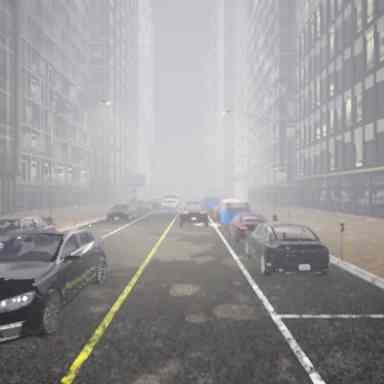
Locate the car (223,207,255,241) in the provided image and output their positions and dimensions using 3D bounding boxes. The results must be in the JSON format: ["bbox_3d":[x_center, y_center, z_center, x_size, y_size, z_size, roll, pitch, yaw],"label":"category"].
[{"bbox_3d":[2.710,1.611,15.859,1.802,1.307,4.206,0,0,0],"label":"car"}]

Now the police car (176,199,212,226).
[{"bbox_3d":[0.134,1.542,23.832,2.038,1.542,4.974,0,0,0],"label":"police car"}]

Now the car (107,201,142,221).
[{"bbox_3d":[-5.655,1.609,27.268,1.947,1.339,4.313,0,0,0],"label":"car"}]

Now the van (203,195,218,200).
[{"bbox_3d":[2.748,1.402,44.350,1.690,1.788,3.998,0,0,0],"label":"van"}]

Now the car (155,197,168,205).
[{"bbox_3d":[-5.609,1.621,61.458,2.008,1.369,4.403,0,0,0],"label":"car"}]

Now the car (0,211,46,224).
[{"bbox_3d":[-5.679,1.459,10.175,1.967,1.590,4.097,0,0,0],"label":"car"}]

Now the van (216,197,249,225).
[{"bbox_3d":[2.717,1.378,21.558,1.690,1.788,3.998,0,0,0],"label":"van"}]

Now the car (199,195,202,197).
[{"bbox_3d":[2.780,1.639,67.146,1.947,1.339,4.313,0,0,0],"label":"car"}]

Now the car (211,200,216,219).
[{"bbox_3d":[2.725,1.588,27.255,1.887,1.381,4.507,0,0,0],"label":"car"}]

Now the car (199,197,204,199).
[{"bbox_3d":[0.155,1.622,41.924,1.994,1.385,4.181,0,0,0],"label":"car"}]

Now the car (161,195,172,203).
[{"bbox_3d":[-5.593,1.513,72.856,1.967,1.590,4.097,0,0,0],"label":"car"}]

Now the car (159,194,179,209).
[{"bbox_3d":[-3.023,1.284,47.612,2.150,2.045,5.566,0,0,0],"label":"car"}]

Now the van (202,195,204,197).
[{"bbox_3d":[2.756,1.406,50.050,1.690,1.788,3.998,0,0,0],"label":"van"}]

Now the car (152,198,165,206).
[{"bbox_3d":[-5.616,1.650,55.761,1.802,1.307,4.206,0,0,0],"label":"car"}]

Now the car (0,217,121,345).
[{"bbox_3d":[-3.091,1.505,6.729,2.128,1.511,4.902,0,0,0],"label":"car"}]

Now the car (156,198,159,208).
[{"bbox_3d":[-5.625,1.609,50.062,1.887,1.381,4.507,0,0,0],"label":"car"}]

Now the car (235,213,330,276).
[{"bbox_3d":[2.702,1.571,10.162,2.008,1.369,4.403,0,0,0],"label":"car"}]

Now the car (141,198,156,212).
[{"bbox_3d":[-5.640,1.636,38.665,1.802,1.307,4.206,0,0,0],"label":"car"}]
